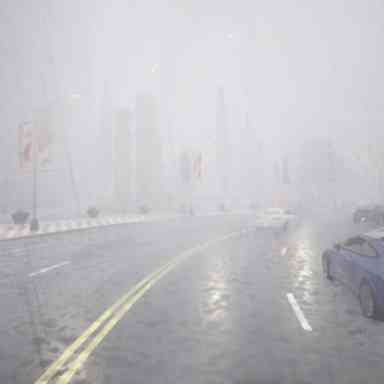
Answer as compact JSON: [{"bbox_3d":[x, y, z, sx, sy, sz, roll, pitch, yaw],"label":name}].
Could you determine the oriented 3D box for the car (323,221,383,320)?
[{"bbox_3d":[4.246,1.605,7.224,1.812,1.442,4.674,0,-1,8],"label":"car"}]

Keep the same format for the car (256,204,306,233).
[{"bbox_3d":[5.661,1.768,21.640,1.812,1.442,4.674,-1,-1,33],"label":"car"}]

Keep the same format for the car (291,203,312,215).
[{"bbox_3d":[11.783,1.971,37.914,4.181,1.385,1.994,0,-1,-35],"label":"car"}]

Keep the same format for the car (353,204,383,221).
[{"bbox_3d":[14.522,1.790,26.565,4.892,1.490,1.837,1,-2,-44],"label":"car"}]
